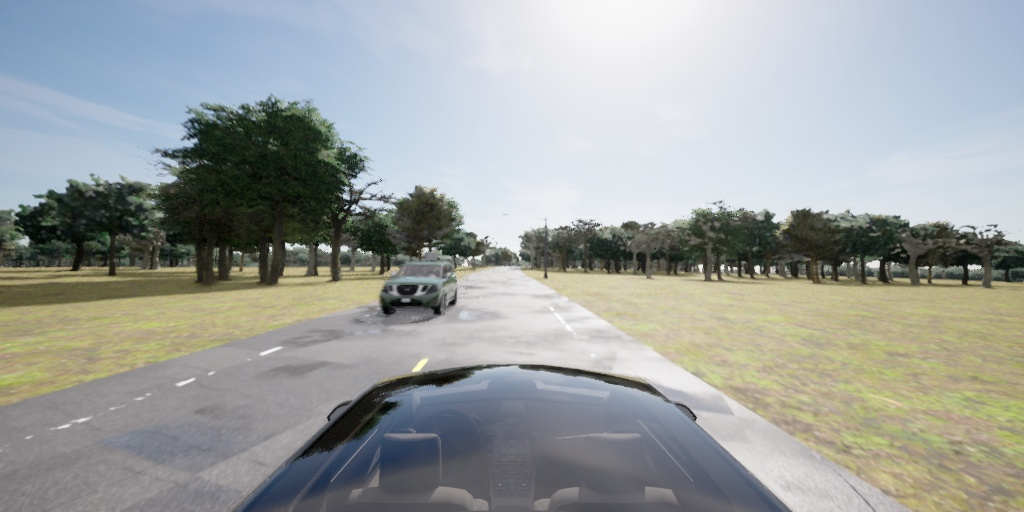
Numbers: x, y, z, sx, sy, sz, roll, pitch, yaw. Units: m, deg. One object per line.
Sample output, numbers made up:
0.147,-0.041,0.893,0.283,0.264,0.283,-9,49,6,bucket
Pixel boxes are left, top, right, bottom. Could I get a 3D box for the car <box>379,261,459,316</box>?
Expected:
-3.590,1.218,14.921,2.150,2.045,5.566,1,-2,0,car
